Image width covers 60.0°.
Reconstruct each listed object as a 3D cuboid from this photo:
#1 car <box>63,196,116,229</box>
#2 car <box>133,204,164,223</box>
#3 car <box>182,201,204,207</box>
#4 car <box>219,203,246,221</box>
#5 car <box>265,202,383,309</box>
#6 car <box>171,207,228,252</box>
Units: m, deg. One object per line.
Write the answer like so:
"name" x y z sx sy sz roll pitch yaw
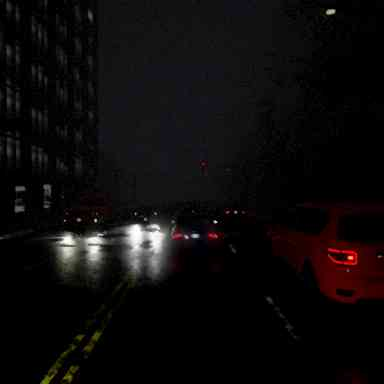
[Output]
"car" -6.589 1.273 22.144 2.150 2.045 5.566 0 0 0
"car" -3.334 1.659 26.031 1.895 1.301 4.718 0 0 0
"car" 0.114 1.563 31.860 2.128 1.511 4.902 0 0 0
"car" 3.360 1.610 28.084 2.033 1.411 5.357 0 0 0
"car" 3.329 1.242 8.019 2.150 2.045 5.566 0 0 0
"car" 0.104 1.579 14.003 2.033 1.411 5.357 0 0 0
